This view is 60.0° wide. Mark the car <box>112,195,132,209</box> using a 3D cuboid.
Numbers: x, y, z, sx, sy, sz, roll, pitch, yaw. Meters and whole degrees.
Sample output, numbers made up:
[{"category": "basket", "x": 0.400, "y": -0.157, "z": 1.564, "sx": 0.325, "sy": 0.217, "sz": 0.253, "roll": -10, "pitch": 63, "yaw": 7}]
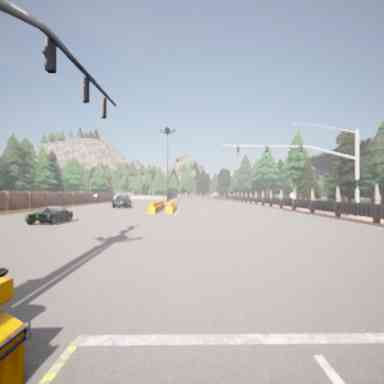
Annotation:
[{"category": "car", "x": -10.558, "y": 1.474, "z": 50.492, "sx": 2.150, "sy": 2.045, "sz": 5.566, "roll": 0, "pitch": 0, "yaw": 0}]

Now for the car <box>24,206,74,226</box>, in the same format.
[{"category": "car", "x": -10.528, "y": 1.735, "z": 24.830, "sx": 1.895, "sy": 1.301, "sz": 4.718, "roll": 0, "pitch": 0, "yaw": 0}]
